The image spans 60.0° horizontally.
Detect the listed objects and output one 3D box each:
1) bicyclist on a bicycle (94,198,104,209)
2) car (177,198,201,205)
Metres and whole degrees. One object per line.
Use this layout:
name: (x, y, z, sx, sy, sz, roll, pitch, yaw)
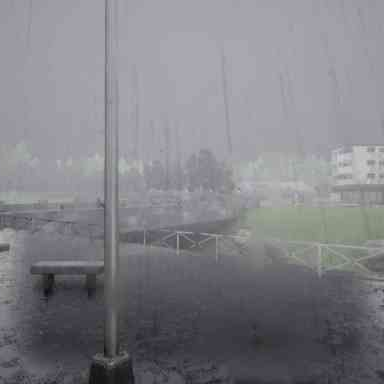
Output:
bicyclist on a bicycle: (-8.304, 1.349, 29.832, 1.656, 1.620, 0.582, 0, 0, 35)
car: (-0.361, 1.564, 48.367, 1.994, 1.385, 4.181, 0, 0, 36)
